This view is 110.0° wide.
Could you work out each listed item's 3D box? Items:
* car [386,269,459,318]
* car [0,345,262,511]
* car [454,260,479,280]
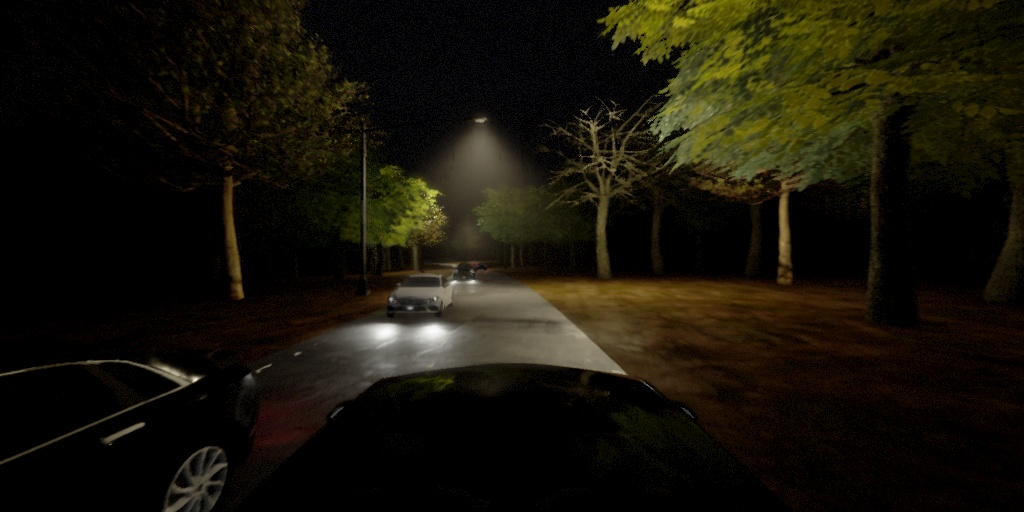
[{"bbox_3d":[-3.327,1.407,13.779,1.812,1.442,4.674,0,-1,-2],"label":"car"},{"bbox_3d":[-3.138,1.257,1.177,1.837,1.490,4.892,0,-1,0],"label":"car"},{"bbox_3d":[-4.712,1.491,36.094,2.097,1.767,4.553,0,-1,-5],"label":"car"}]
